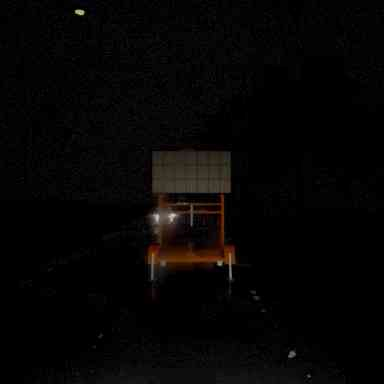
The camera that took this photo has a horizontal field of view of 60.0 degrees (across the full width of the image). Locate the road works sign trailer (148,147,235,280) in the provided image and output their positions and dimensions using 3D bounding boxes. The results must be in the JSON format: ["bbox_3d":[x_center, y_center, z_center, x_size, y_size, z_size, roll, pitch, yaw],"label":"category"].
[{"bbox_3d":[-0.011,0.471,9.901,2.380,3.560,2.880,0,0,0],"label":"road works sign trailer"}]

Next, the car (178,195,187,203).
[{"bbox_3d":[-2.671,1.916,89.206,2.150,2.045,5.566,0,-1,0],"label":"car"}]

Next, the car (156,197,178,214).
[{"bbox_3d":[-2.818,1.586,36.406,1.837,1.490,4.892,0,0,0],"label":"car"}]
